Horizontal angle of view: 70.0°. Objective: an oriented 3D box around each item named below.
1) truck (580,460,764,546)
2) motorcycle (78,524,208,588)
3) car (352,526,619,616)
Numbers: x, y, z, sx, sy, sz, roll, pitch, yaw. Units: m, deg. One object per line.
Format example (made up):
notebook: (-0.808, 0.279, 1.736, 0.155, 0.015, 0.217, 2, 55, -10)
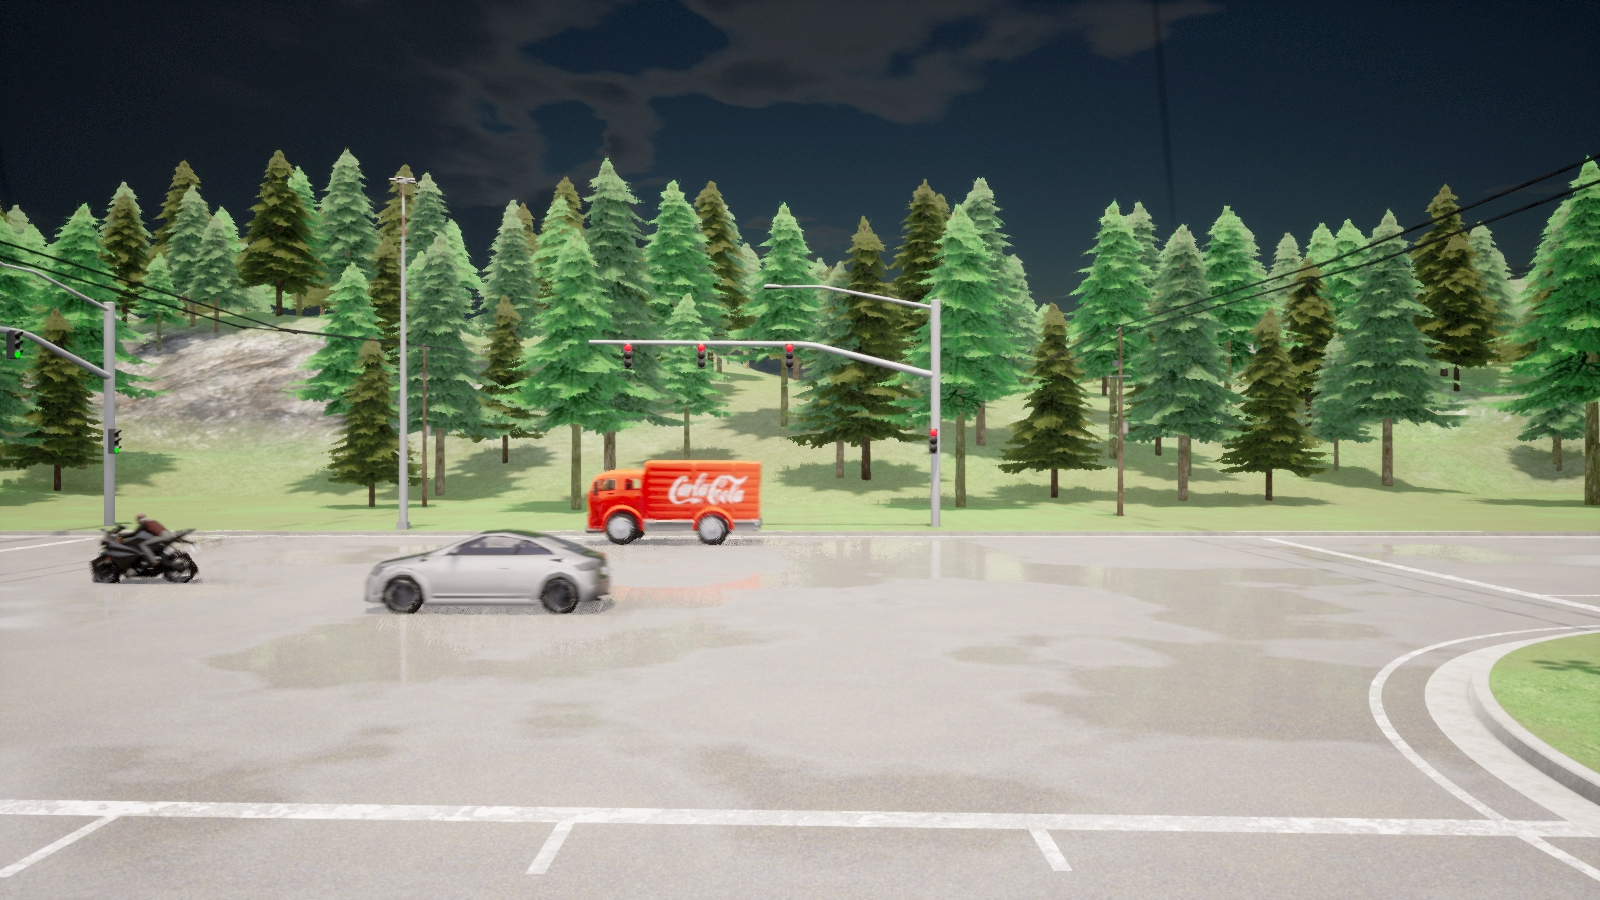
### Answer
truck: (-3.722, 1.544, 34.257, 5.204, 2.467, 2.627, 0, 0, 0)
motorcycle: (-13.676, 2.189, 23.817, 2.209, 1.251, 0.867, 0, 0, 0)
car: (-5.458, 2.105, 20.267, 4.181, 1.385, 1.994, 0, 0, 0)
